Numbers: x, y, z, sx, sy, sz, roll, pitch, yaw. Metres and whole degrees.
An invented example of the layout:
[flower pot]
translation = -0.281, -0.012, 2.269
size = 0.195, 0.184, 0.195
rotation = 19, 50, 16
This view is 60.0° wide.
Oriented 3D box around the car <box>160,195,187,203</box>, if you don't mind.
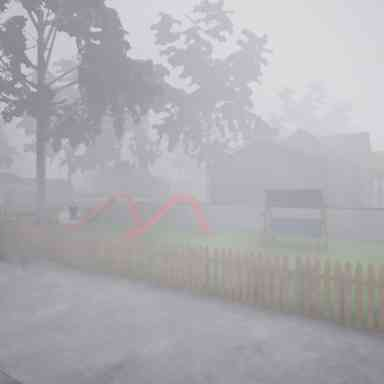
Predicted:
[car]
translation = -2.670, 1.292, 47.944
size = 2.097, 1.767, 4.553
rotation = 0, 0, 36
